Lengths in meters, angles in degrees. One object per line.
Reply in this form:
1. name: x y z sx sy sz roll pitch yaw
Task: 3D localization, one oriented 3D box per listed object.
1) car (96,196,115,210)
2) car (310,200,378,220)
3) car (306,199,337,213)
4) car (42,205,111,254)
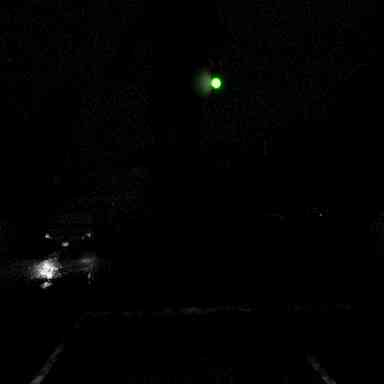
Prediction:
1. car: -10.201 1.215 39.059 1.882 1.535 5.008 0 1 -16
2. car: 12.343 1.541 26.843 4.718 1.301 1.895 1 0 -14
3. car: 12.906 1.430 30.590 4.902 1.511 2.128 1 0 -14
4. car: -4.629 1.487 13.638 1.812 1.442 4.674 0 1 -8
